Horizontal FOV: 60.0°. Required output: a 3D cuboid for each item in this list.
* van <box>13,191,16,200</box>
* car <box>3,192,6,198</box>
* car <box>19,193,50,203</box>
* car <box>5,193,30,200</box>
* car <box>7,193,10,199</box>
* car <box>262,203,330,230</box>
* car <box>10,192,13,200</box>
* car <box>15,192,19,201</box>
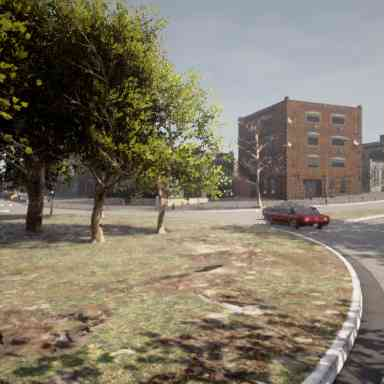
[{"bbox_3d":[-34.144,1.032,69.286,4.442,1.987,1.878,0,1,-35],"label":"van"},{"bbox_3d":[-41.977,0.828,80.613,5.566,2.045,2.435,0,1,-35],"label":"car"},{"bbox_3d":[-29.257,1.356,62.526,4.792,1.488,2.163,0,0,-35],"label":"car"},{"bbox_3d":[-43.456,1.039,82.976,5.366,1.575,1.946,0,1,-35],"label":"car"},{"bbox_3d":[-38.870,1.151,76.161,5.008,1.535,2.097,0,1,-35],"label":"car"},{"bbox_3d":[6.464,1.600,21.195,1.895,1.301,4.718,0,0,-16],"label":"car"},{"bbox_3d":[-37.163,1.065,73.810,4.553,1.767,2.185,0,1,-35],"label":"car"},{"bbox_3d":[-32.345,1.160,66.998,4.553,1.767,2.185,0,1,-35],"label":"car"}]
